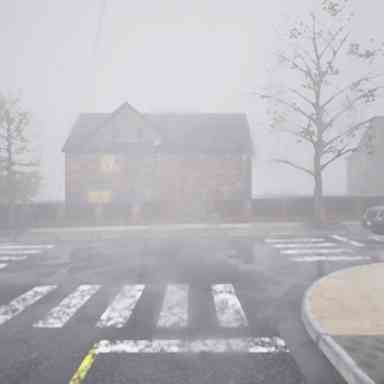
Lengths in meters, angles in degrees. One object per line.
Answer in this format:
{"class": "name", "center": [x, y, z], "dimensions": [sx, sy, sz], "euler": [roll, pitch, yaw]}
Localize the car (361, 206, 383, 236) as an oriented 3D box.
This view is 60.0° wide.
{"class": "car", "center": [10.251, 0.905, 14.087], "dimensions": [5.566, 2.045, 2.150], "euler": [-1, 1, 0]}
